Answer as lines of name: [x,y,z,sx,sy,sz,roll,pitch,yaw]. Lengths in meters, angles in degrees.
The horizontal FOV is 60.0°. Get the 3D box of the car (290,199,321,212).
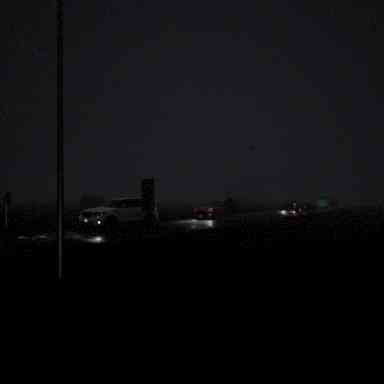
car: [14.776,1.915,43.144,1.895,1.301,4.718,0,-1,37]

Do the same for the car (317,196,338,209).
car: [20.837,1.595,51.378,2.150,2.045,5.566,0,-1,37]

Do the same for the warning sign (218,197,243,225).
warning sign: [2.654,1.258,22.809,1.300,1.860,1.060,0,0,37]

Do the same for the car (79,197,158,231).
car: [-4.633,1.354,21.901,2.150,2.045,5.566,0,-1,37]

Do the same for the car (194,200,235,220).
car: [2.116,1.568,30.975,2.097,1.767,4.553,0,-1,37]

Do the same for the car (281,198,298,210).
car: [14.486,1.700,47.483,2.097,1.767,4.553,0,0,37]
